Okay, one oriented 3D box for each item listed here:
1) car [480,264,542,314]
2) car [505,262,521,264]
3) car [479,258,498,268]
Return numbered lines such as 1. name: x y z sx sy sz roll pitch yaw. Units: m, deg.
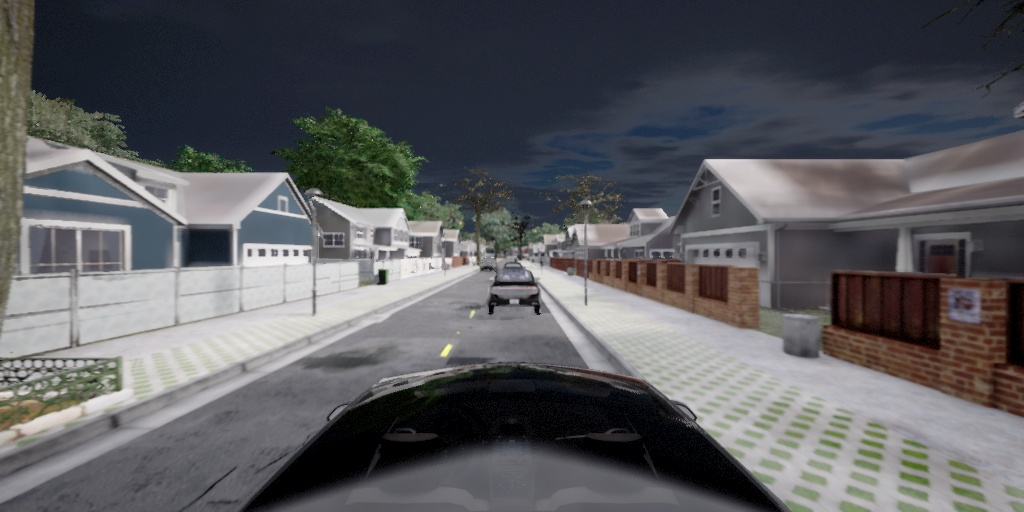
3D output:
1. car: 0.084 1.238 13.866 2.128 1.511 4.902 0 0 0
2. car: 0.081 1.242 29.376 1.837 1.490 4.892 0 0 0
3. car: -2.845 1.073 44.687 2.097 1.767 4.553 0 0 0
